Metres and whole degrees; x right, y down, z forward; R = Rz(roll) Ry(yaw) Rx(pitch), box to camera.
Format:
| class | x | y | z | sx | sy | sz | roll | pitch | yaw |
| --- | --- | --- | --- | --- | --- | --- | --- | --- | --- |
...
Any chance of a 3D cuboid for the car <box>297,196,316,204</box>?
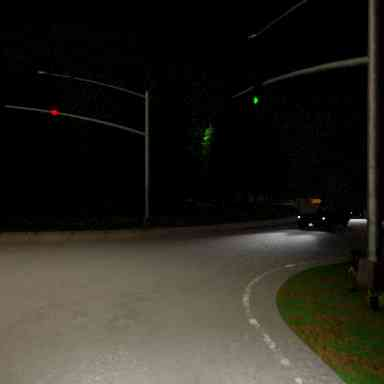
| class | x | y | z | sx | sy | sz | roll | pitch | yaw |
| --- | --- | --- | --- | --- | --- | --- | --- | --- | --- |
| car | 19.634 | 1.451 | 56.053 | 1.882 | 1.535 | 5.008 | 0 | 0 | -16 |

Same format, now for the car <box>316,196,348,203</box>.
| class | x | y | z | sx | sy | sz | roll | pitch | yaw |
| --- | --- | --- | --- | --- | --- | --- | --- | --- | --- |
| car | 16.574 | 1.478 | 39.601 | 1.837 | 1.490 | 4.892 | 0 | 0 | 8 |

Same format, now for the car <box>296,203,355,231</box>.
| class | x | y | z | sx | sy | sz | roll | pitch | yaw |
| --- | --- | --- | --- | --- | --- | --- | --- | --- | --- |
| car | 8.297 | 1.574 | 20.809 | 1.895 | 1.301 | 4.718 | 0 | 0 | 41 |

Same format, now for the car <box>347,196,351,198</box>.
| class | x | y | z | sx | sy | sz | roll | pitch | yaw |
| --- | --- | --- | --- | --- | --- | --- | --- | --- | --- |
| car | 20.789 | 1.325 | 46.342 | 2.097 | 1.767 | 4.553 | 0 | 0 | 3 |

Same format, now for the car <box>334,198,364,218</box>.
| class | x | y | z | sx | sy | sz | roll | pitch | yaw |
| --- | --- | --- | --- | --- | --- | --- | --- | --- | --- |
| car | 13.792 | 1.537 | 29.148 | 1.994 | 1.385 | 4.181 | 0 | 0 | 22 |
